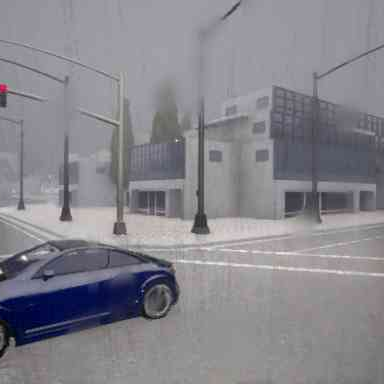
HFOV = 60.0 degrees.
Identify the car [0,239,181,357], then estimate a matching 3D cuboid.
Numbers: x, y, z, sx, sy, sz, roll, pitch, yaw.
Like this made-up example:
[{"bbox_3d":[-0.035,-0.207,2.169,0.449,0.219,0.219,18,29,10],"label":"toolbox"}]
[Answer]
[{"bbox_3d":[-2.260,1.560,5.724,4.181,1.385,1.994,0,0,-37],"label":"car"}]
